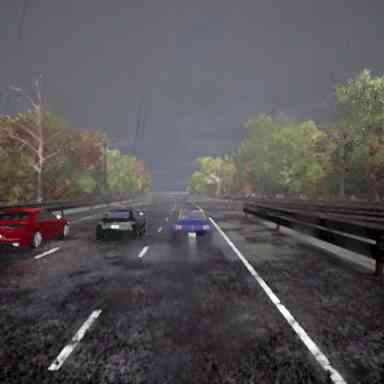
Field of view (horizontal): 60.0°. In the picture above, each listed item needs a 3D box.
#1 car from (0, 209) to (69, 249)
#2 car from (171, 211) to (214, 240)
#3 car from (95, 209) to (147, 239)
[{"bbox_3d":[-6.986,1.464,14.437,1.882,1.535,5.008,0,0,-1],"label":"car"},{"bbox_3d":[-0.010,1.583,16.769,1.895,1.301,4.718,0,0,-1],"label":"car"},{"bbox_3d":[-3.518,1.547,17.103,1.994,1.385,4.181,0,0,-1],"label":"car"}]
